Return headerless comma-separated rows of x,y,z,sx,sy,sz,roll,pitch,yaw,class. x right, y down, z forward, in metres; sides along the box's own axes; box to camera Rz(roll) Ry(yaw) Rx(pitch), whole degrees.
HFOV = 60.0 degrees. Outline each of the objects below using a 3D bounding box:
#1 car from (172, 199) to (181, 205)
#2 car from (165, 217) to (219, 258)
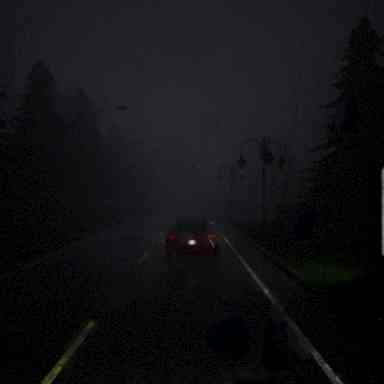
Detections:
-3.544,2.347,77.456,1.837,1.490,4.892,0,-1,0,car
0.010,1.713,13.422,1.994,1.385,4.181,0,-1,0,car
